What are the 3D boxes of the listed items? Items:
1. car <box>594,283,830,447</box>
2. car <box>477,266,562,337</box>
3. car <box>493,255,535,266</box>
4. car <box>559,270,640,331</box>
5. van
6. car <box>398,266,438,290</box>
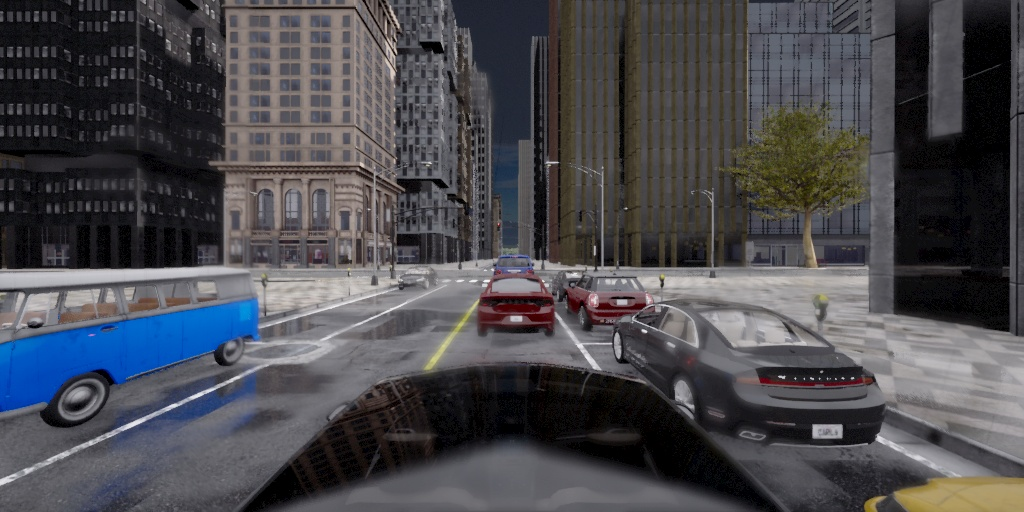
[{"bbox_3d":[2.769,1.300,5.323,2.007,1.370,4.403,0,0,0],"label":"car"},{"bbox_3d":[0.106,1.226,10.350,1.882,1.535,5.008,0,0,0],"label":"car"},{"bbox_3d":[0.103,0.967,20.234,2.150,2.045,5.566,0,0,0],"label":"car"},{"bbox_3d":[2.777,1.188,10.965,1.967,1.591,4.097,0,0,0],"label":"car"},{"bbox_3d":[-5.756,1.090,5.335,1.690,1.789,3.998,0,0,0],"label":"van"},{"bbox_3d":[-5.732,1.296,22.258,2.007,1.370,4.403,0,0,0],"label":"car"}]
